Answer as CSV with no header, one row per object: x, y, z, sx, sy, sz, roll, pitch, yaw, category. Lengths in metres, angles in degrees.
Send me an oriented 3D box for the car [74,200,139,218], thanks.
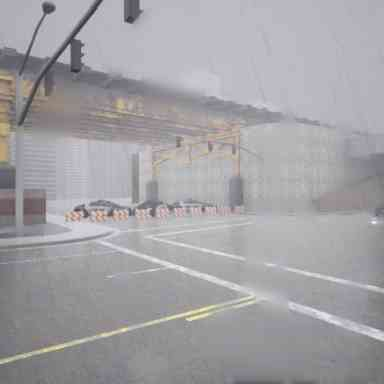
-7.509,1.453,28.824,4.974,1.542,2.038,0,0,8,car

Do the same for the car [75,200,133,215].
-7.560,1.295,28.831,4.536,1.218,1.853,0,0,8,car

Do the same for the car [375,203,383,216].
19.177,1.478,31.459,5.008,1.535,1.882,0,0,-37,car

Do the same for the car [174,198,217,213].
0.091,1.295,35.267,4.536,1.218,1.853,0,0,-7,car

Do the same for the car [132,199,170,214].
-3.750,1.295,31.561,1.853,1.218,4.536,0,0,18,car

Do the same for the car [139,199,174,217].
-3.766,1.453,31.511,2.038,1.542,4.974,0,0,18,car

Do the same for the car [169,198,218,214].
0.142,1.453,35.273,4.974,1.542,2.038,0,0,-7,car
